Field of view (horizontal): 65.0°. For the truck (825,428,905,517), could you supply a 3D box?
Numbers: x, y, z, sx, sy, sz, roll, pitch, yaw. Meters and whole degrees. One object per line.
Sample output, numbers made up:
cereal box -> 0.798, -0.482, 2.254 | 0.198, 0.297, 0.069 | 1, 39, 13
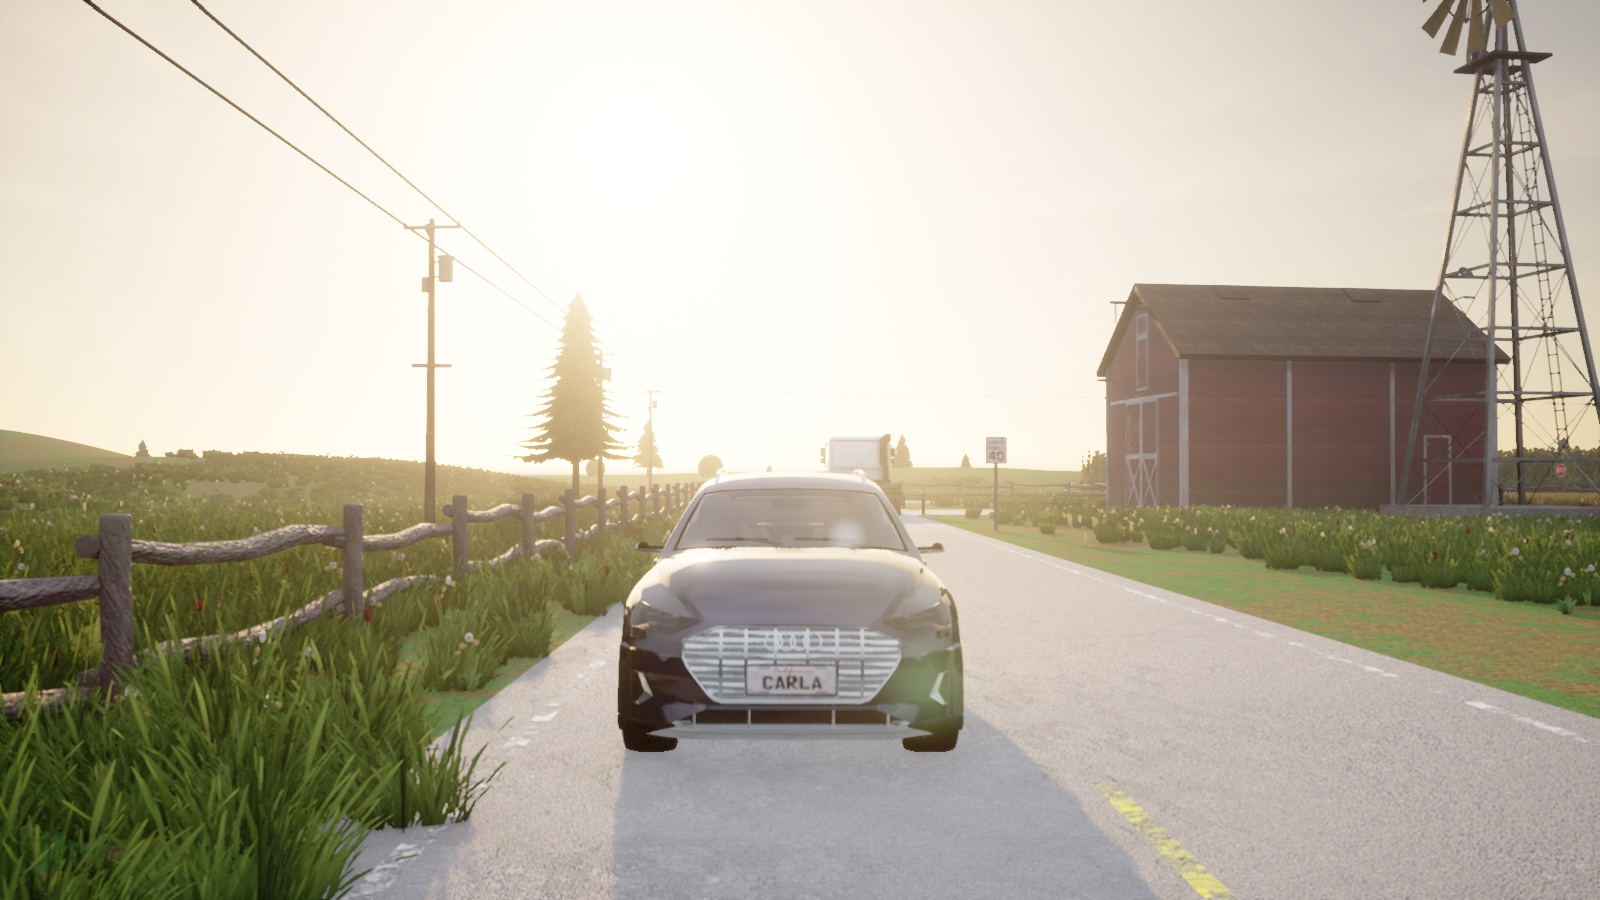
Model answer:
truck -> 2.634, 0.959, 53.226 | 2.891, 3.462, 7.936 | 0, -1, -1

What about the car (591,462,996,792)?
car -> -0.062, 0.938, 8.761 | 2.033, 1.649, 4.856 | 0, -1, -1
